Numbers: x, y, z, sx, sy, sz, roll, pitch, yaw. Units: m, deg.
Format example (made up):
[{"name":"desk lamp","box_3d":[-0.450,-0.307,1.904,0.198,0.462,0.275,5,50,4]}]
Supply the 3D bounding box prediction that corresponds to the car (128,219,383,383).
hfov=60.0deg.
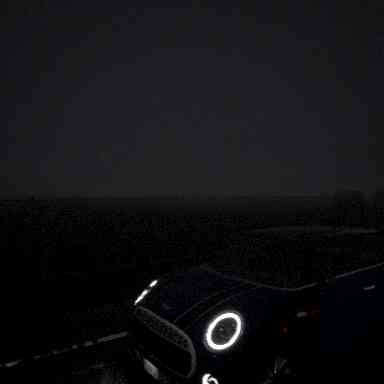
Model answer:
[{"name":"car","box_3d":[1.375,1.351,4.973,4.553,1.767,2.097,0,0,-36]}]
